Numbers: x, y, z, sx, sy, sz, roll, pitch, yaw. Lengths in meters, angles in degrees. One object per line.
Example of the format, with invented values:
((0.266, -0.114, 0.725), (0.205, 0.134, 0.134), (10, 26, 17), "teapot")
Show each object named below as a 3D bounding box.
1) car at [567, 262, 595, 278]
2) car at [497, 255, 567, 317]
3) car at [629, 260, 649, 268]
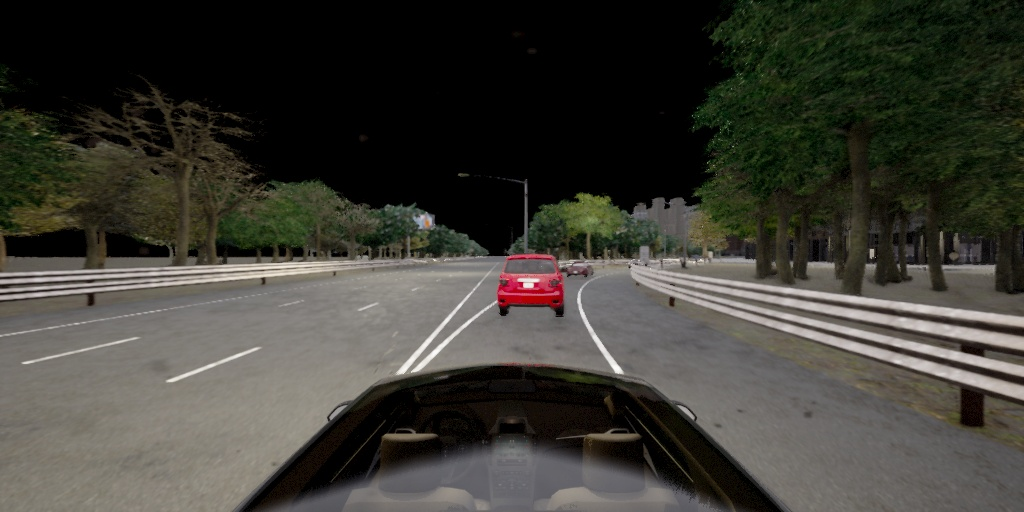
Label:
((6.522, 1.261, 34.003), (1.812, 1.442, 4.674), (0, 0, 23), "car")
((0.879, 0.982, 13.448), (2.150, 2.045, 5.566), (0, 0, 8), "car")
((19.926, 1.285, 56.151), (1.994, 1.385, 4.181), (0, 0, 40), "car")
